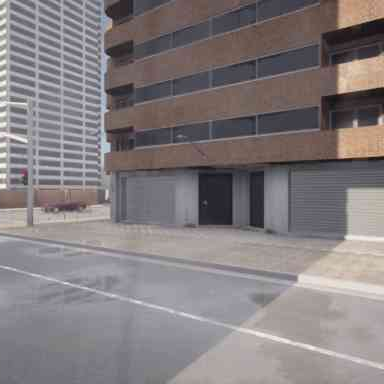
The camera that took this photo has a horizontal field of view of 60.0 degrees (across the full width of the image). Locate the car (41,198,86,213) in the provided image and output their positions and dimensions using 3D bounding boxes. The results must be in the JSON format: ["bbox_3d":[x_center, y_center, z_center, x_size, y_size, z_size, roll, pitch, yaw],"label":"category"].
[{"bbox_3d":[-14.151,1.478,36.930,1.882,1.535,5.008,0,0,35],"label":"car"}]
